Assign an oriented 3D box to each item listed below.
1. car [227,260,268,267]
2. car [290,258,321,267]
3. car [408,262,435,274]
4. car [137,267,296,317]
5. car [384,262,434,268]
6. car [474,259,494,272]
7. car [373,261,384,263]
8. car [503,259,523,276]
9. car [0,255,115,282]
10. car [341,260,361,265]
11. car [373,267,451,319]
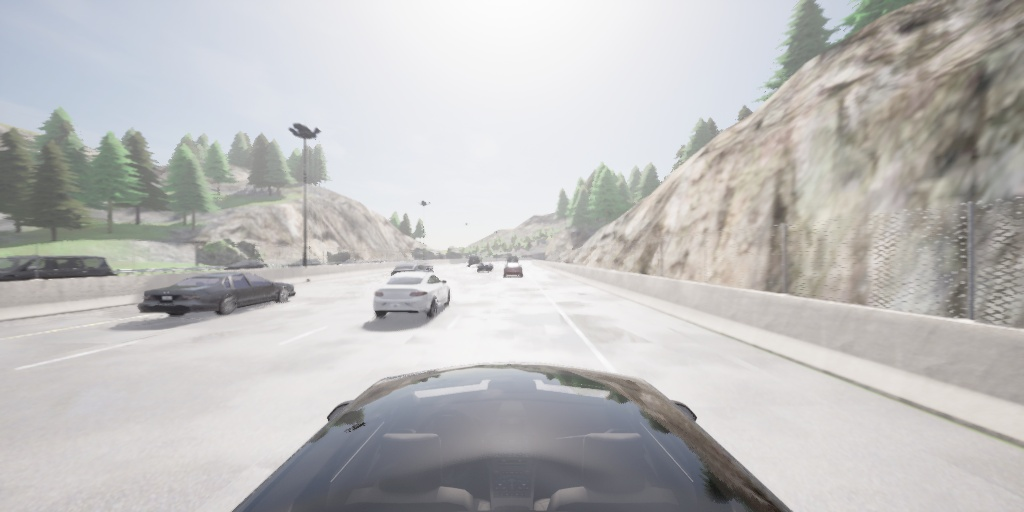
[{"bbox_3d":[-31.534,1.240,42.803,1.882,1.535,5.008,0,0,1],"label":"car"},{"bbox_3d":[-28.004,1.119,48.787,2.097,1.767,4.553,0,0,0],"label":"car"},{"bbox_3d":[-10.405,1.362,41.500,1.895,1.301,4.718,0,0,0],"label":"car"},{"bbox_3d":[-10.341,1.301,13.209,2.033,1.411,5.357,0,0,-1],"label":"car"},{"bbox_3d":[-6.893,1.261,24.660,1.837,1.490,4.892,0,0,0],"label":"car"},{"bbox_3d":[-3.399,1.364,46.725,1.895,1.301,4.718,0,0,0],"label":"car"},{"bbox_3d":[-20.999,1.366,55.510,1.895,1.301,4.718,0,0,1],"label":"car"},{"bbox_3d":[0.115,1.324,36.678,1.994,1.385,4.181,0,0,0],"label":"car"},{"bbox_3d":[-21.084,0.979,15.738,2.150,2.045,5.566,0,0,0],"label":"car"},{"bbox_3d":[-24.496,1.344,54.623,1.994,1.385,4.181,0,0,1],"label":"car"},{"bbox_3d":[-3.394,1.279,12.744,1.812,1.442,4.674,0,0,0],"label":"car"}]
